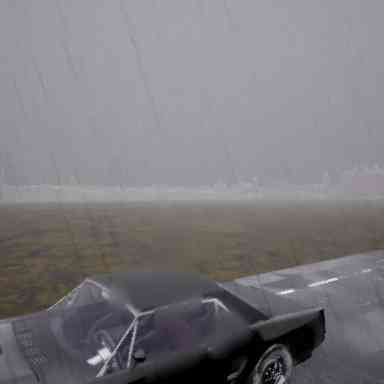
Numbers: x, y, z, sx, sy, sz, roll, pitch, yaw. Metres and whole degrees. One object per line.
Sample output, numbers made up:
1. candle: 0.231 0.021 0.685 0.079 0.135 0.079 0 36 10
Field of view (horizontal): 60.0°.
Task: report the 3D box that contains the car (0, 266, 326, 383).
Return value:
1. car: -0.753 1.607 3.456 4.718 1.301 1.895 0 0 -36
